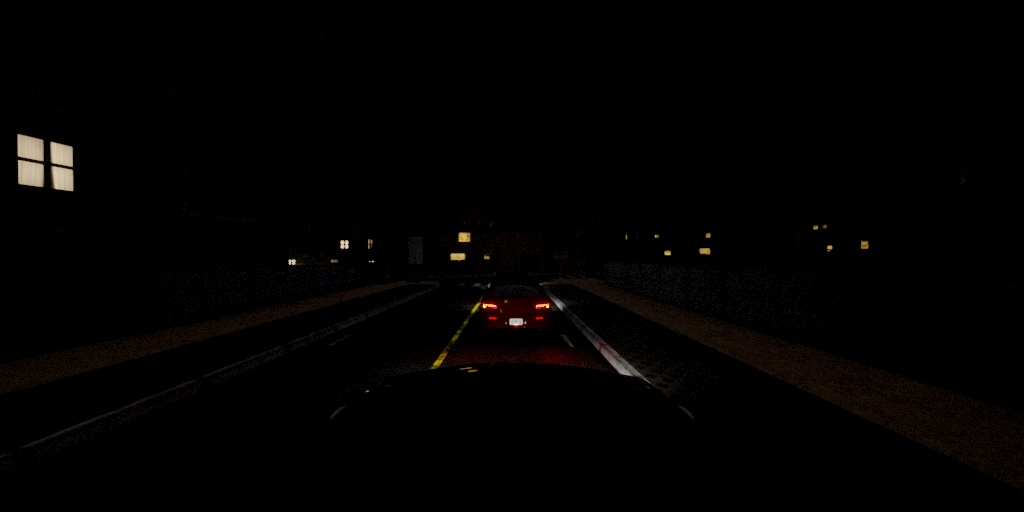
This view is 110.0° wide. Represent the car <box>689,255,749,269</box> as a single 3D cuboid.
[{"bbox_3d":[18.749,0.736,32.709,5.008,1.535,1.882,-1,1,0],"label":"car"}]

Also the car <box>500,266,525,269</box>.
[{"bbox_3d":[-0.007,1.264,19.885,1.837,1.490,4.892,0,0,-2],"label":"car"}]

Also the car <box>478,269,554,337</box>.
[{"bbox_3d":[0.086,1.276,10.160,1.812,1.442,4.674,0,0,0],"label":"car"}]

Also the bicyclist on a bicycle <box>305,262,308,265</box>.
[{"bbox_3d":[-20.228,1.438,35.482,0.582,1.620,1.656,-1,1,0],"label":"bicyclist on a bicycle"}]
